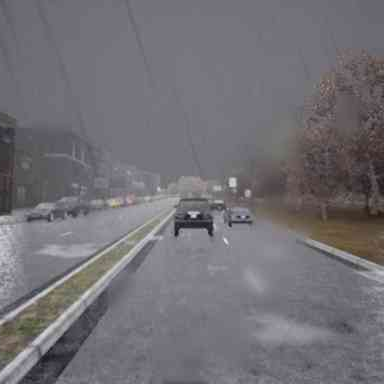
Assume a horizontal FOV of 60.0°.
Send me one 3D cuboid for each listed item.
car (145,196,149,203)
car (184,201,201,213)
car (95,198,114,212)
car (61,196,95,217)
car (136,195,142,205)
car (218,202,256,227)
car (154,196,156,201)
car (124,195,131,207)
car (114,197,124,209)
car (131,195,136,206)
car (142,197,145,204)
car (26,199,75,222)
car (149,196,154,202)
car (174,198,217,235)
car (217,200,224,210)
[{"bbox_3d":[-12.074,1.912,77.144,2.231,1.521,4.892,0,0,0],"label":"car"},{"bbox_3d":[0.069,1.825,42.278,1.994,1.385,4.181,0,0,0],"label":"car"},{"bbox_3d":[-11.952,1.690,42.330,2.231,1.521,4.892,0,0,0],"label":"car"},{"bbox_3d":[-11.848,1.378,32.911,2.435,2.045,5.566,0,0,0],"label":"car"},{"bbox_3d":[-12.017,1.588,65.936,2.435,2.045,5.566,0,0,0],"label":"car"},{"bbox_3d":[3.332,1.698,24.192,2.033,1.411,5.357,0,0,0],"label":"car"},{"bbox_3d":[-12.158,1.892,93.745,2.185,1.767,4.553,0,0,0],"label":"car"},{"bbox_3d":[-11.961,1.644,54.945,2.185,1.767,4.553,0,0,0],"label":"car"},{"bbox_3d":[-11.932,1.730,49.202,1.946,1.575,5.366,0,0,0],"label":"car"},{"bbox_3d":[-11.988,1.800,60.252,1.946,1.575,5.366,0,0,0],"label":"car"},{"bbox_3d":[-12.048,1.877,71.618,2.231,1.521,4.892,0,0,0],"label":"car"},{"bbox_3d":[-11.819,1.595,27.420,2.231,1.521,4.892,0,0,0],"label":"car"},{"bbox_3d":[-12.131,1.977,88.001,1.946,1.575,5.366,0,0,0],"label":"car"},{"bbox_3d":[0.085,1.345,19.902,2.150,2.045,5.566,0,0,0],"label":"car"},{"bbox_3d":[3.318,1.741,42.636,1.882,1.535,5.008,0,-1,0],"label":"car"}]
